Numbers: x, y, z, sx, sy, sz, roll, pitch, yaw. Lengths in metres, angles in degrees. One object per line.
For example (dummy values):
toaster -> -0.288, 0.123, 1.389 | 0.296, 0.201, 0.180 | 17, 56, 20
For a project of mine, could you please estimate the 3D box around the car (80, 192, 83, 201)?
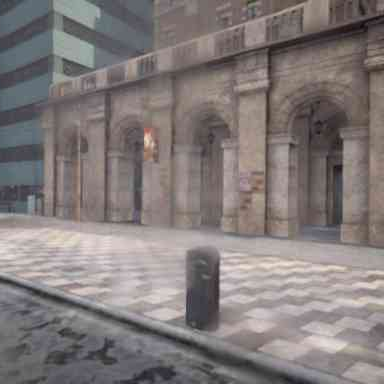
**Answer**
car -> -10.873, 0.771, 33.774 | 5.566, 2.045, 2.435 | 1, 0, 36
